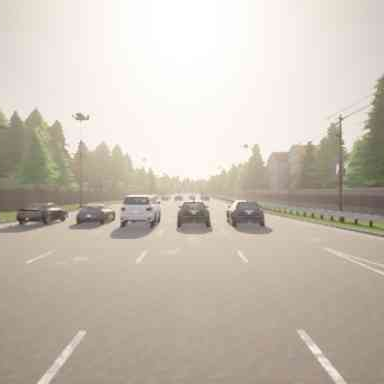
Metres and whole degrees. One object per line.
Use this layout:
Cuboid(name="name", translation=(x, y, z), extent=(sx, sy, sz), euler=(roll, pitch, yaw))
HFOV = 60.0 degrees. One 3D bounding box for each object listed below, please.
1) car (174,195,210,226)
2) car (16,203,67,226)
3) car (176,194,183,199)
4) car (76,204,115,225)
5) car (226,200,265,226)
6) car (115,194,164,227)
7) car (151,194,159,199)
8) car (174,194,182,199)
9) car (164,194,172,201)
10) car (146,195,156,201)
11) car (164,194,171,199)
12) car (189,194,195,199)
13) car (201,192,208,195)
Cuboid(name="car", translation=(0.104, 1.340, 23.165), extent=(2.097, 1.767, 4.553), euler=(0, 0, 0))
Cuboid(name="car", translation=(-10.395, 1.480, 23.412), extent=(2.128, 1.511, 4.902), euler=(0, 0, 0))
Cuboid(name="car", translation=(-3.483, 1.284, 95.060), extent=(1.837, 1.490, 4.892), euler=(0, 0, 0))
Cuboid(name="car", translation=(-6.896, 1.552, 24.256), extent=(1.994, 1.385, 4.181), euler=(0, 0, 0))
Cuboid(name="car", translation=(3.605, 1.340, 23.161), extent=(2.097, 1.767, 4.553), euler=(0, 0, 0))
Cuboid(name="car", translation=(-3.395, 1.210, 22.715), extent=(2.150, 2.045, 5.566), euler=(0, 0, 0))
Cuboid(name="car", translation=(-10.483, 1.308, 95.061), extent=(1.812, 1.442, 4.674), euler=(0, 0, 0))
Cuboid(name="car", translation=(-3.484, 1.449, 84.640), extent=(1.837, 1.490, 4.892), euler=(0, 0, 0))
Cuboid(name="car", translation=(-6.984, 1.489, 84.641), extent=(2.033, 1.411, 5.357), euler=(0, 0, 0))
Cuboid(name="car", translation=(-10.484, 1.474, 85.058), extent=(1.812, 1.442, 4.674), euler=(0, 0, 0))
Cuboid(name="car", translation=(-6.983, 1.308, 95.061), extent=(1.812, 1.442, 4.674), euler=(0, 0, 0))
Cuboid(name="car", translation=(0.017, 1.262, 95.059), extent=(1.882, 1.535, 5.008), euler=(0, 0, 0))
Cuboid(name="car", translation=(3.516, 1.448, 84.639), extent=(1.837, 1.490, 4.892), euler=(0, 0, 0))
